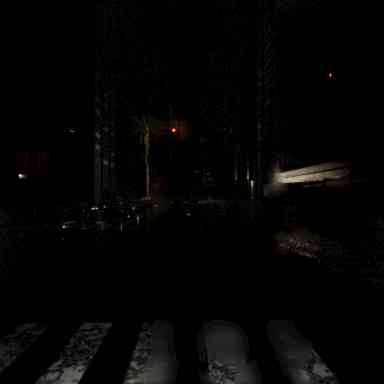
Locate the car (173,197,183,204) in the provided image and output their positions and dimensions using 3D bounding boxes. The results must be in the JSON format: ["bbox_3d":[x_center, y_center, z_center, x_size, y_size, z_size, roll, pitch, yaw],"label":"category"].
[{"bbox_3d":[-2.976,1.790,69.857,1.994,1.385,4.181,0,0,0],"label":"car"}]

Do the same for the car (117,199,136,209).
[{"bbox_3d":[-9.714,1.701,49.822,1.994,1.385,4.181,0,0,0],"label":"car"}]

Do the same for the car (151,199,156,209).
[{"bbox_3d":[-6.471,1.735,49.005,1.895,1.301,4.718,0,0,1],"label":"car"}]

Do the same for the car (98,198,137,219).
[{"bbox_3d":[-6.529,1.543,29.649,1.882,1.535,5.008,0,0,0],"label":"car"}]

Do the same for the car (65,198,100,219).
[{"bbox_3d":[-9.775,1.543,29.915,1.882,1.535,5.008,0,0,0],"label":"car"}]

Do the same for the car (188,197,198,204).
[{"bbox_3d":[0.275,1.790,69.874,1.994,1.385,4.181,0,0,0],"label":"car"}]

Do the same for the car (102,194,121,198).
[{"bbox_3d":[-9.756,1.319,39.861,2.150,2.045,5.566,0,0,0],"label":"car"}]

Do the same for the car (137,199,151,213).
[{"bbox_3d":[-6.505,1.587,39.117,2.128,1.511,4.902,0,0,0],"label":"car"}]
